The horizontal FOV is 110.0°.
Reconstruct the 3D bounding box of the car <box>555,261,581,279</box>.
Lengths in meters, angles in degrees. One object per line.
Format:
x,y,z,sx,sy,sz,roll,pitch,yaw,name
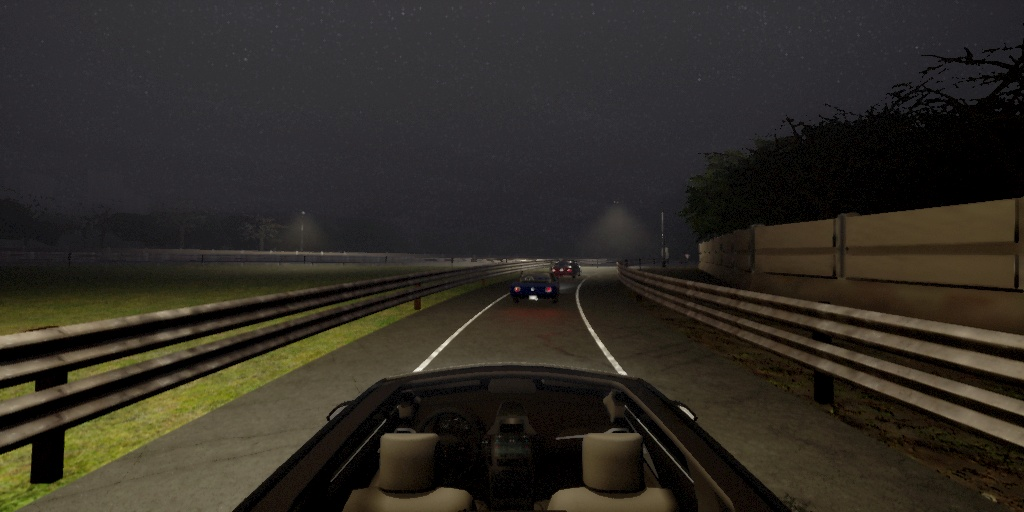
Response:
4.670,1.137,30.460,2.033,1.411,5.357,-1,0,18,car

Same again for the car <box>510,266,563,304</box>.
1.179,1.327,16.195,1.895,1.301,4.718,0,0,9,car
